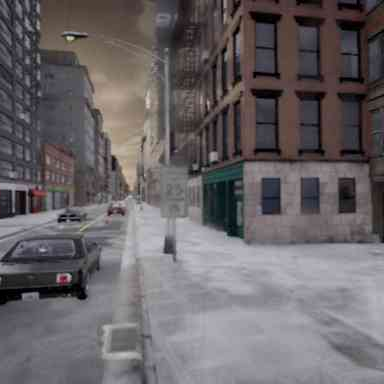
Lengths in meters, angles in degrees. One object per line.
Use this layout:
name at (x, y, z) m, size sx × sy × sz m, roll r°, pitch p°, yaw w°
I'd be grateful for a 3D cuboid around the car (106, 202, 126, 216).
car at (-8.763, 1.994, 38.554) m, size 1.812 × 1.442 × 4.674 m, roll 0°, pitch -1°, yaw -10°

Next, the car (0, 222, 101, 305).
car at (-3.404, 1.693, 8.398) m, size 1.895 × 1.301 × 4.718 m, roll 0°, pitch -1°, yaw -10°

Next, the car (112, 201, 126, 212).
car at (-10.626, 2.141, 48.705) m, size 1.812 × 1.442 × 4.674 m, roll 0°, pitch -1°, yaw -10°

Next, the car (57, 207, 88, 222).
car at (-10.128, 1.972, 28.374) m, size 1.895 × 1.301 × 4.718 m, roll 0°, pitch -1°, yaw -10°
